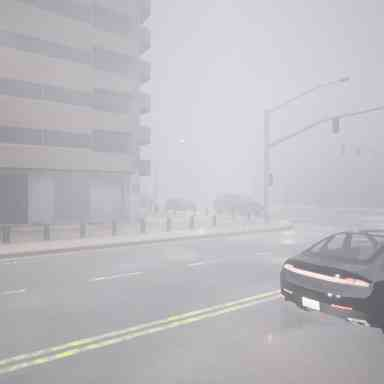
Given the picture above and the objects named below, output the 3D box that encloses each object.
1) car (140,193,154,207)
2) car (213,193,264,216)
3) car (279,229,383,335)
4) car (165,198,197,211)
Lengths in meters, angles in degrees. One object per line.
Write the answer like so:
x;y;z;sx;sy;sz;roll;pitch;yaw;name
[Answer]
-7.659;1.164;49.571;2.150;2.045;5.566;0;0;-34;car
4.351;1.166;32.252;2.150;2.045;5.566;0;0;-35;car
3.813;1.492;6.463;4.902;1.511;2.128;0;0;-35;car
-1.383;1.422;40.446;1.882;1.535;5.008;0;0;-35;car
